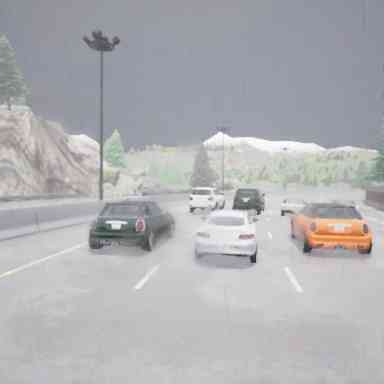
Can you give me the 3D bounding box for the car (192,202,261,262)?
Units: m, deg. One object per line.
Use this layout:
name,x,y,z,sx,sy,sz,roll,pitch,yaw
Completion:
car,1.234,1.302,11.233,1.812,1.442,4.674,1,1,9

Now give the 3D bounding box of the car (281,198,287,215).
car,8.111,1.129,26.508,1.895,1.301,4.718,1,1,16

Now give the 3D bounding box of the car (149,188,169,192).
car,-5.169,0.043,60.560,2.097,1.767,4.553,1,1,27

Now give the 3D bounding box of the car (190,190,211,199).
car,1.486,0.370,58.204,1.994,1.385,4.181,1,1,27

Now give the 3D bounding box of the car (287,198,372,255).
car,5.035,1.141,12.604,2.097,1.767,4.553,1,2,10

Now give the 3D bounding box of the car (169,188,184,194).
car,-1.669,0.246,59.746,1.837,1.490,4.892,1,2,27

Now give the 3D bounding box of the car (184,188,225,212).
car,1.378,0.646,28.404,2.150,2.045,5.566,1,2,16

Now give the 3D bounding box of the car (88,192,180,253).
car,-2.060,1.067,12.682,2.097,1.767,4.553,1,1,10

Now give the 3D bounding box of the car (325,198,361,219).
car,11.532,1.179,25.740,1.895,1.301,4.718,1,1,16

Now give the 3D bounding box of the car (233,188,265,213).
car,4.801,0.695,27.659,2.150,2.045,5.566,1,2,16

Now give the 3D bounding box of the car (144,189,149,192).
car,-7.858,0.178,62.977,1.994,1.385,4.181,1,1,27
